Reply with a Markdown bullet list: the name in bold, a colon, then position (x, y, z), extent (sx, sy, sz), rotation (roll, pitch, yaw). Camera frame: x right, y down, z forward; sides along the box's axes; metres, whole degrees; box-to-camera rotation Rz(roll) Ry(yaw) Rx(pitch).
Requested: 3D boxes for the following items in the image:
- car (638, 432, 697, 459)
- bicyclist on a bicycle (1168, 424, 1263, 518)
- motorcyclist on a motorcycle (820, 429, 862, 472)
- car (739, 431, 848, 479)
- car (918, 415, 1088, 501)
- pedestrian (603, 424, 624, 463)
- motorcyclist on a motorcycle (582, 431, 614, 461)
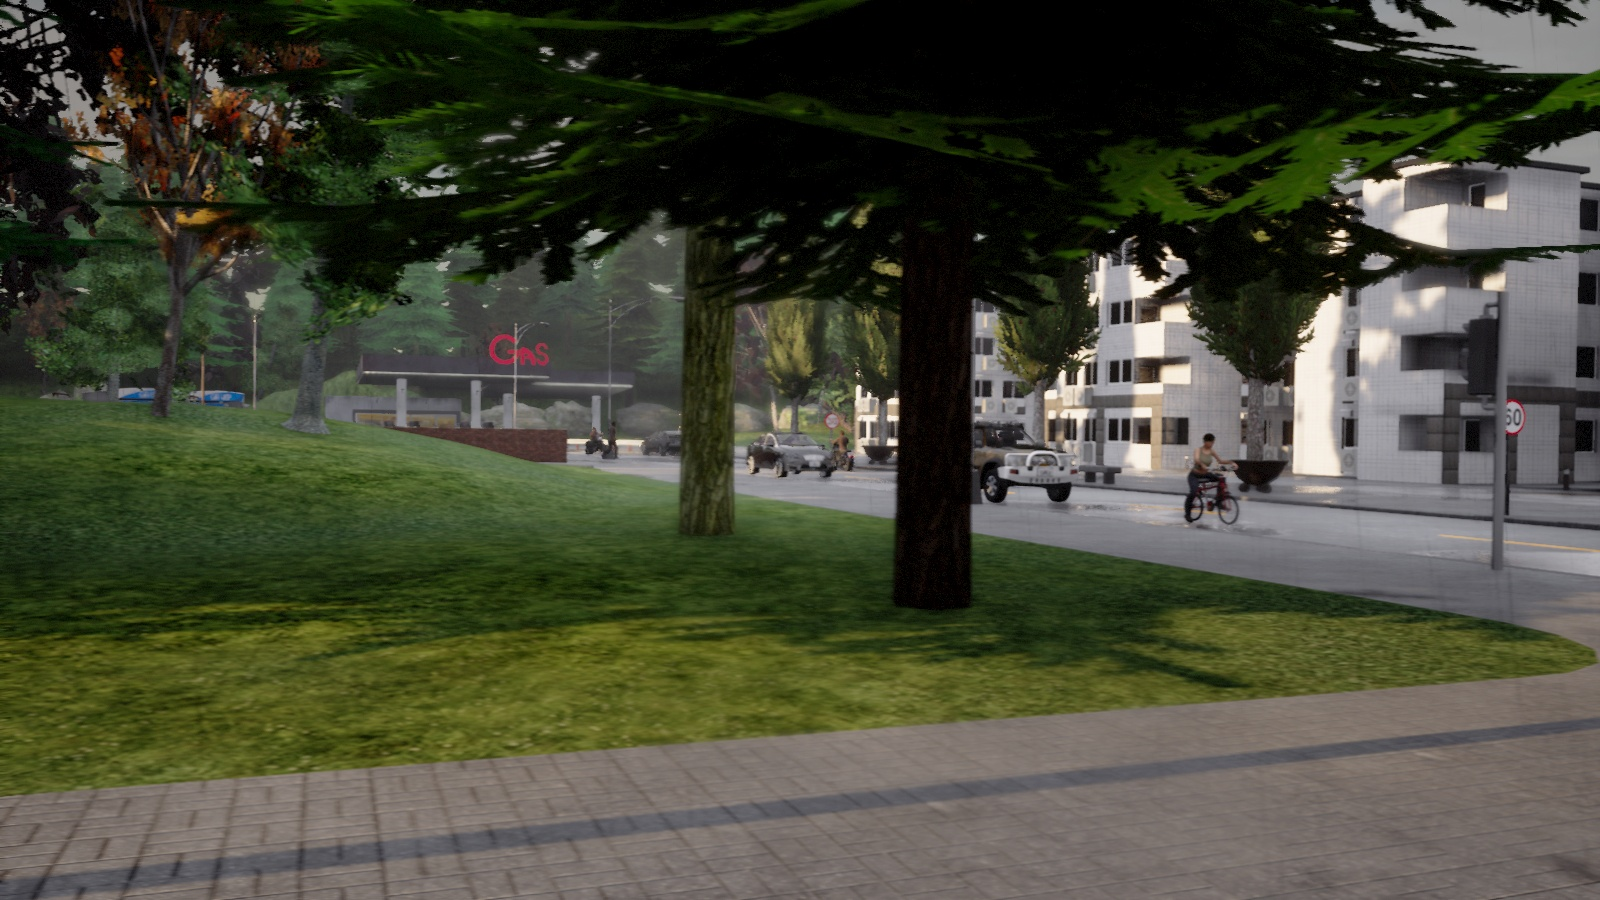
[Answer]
- **car**: position (-7.732, -0.281, 73.094), extent (2.007, 1.525, 4.514), rotation (-1, 1, -26)
- **bicyclist on a bicycle**: position (7.432, 0.351, 22.521), extent (0.866, 1.612, 1.509), rotation (-1, 1, -20)
- **motorcyclist on a motorcycle**: position (1.587, 0.011, 49.176), extent (0.766, 1.649, 2.350), rotation (-1, 1, -21)
- **car**: position (-0.299, 0.124, 42.859), extent (2.128, 1.511, 4.902), rotation (-1, 1, -21)
- **car**: position (4.682, 0.144, 29.707), extent (1.932, 1.855, 4.605), rotation (-1, 1, -21)
- **pedestrian**: position (-8.614, -0.296, 58.036), extent (0.869, 1.805, 0.328), rotation (-1, 1, -28)
- **motorcyclist on a motorcycle**: position (-11.498, -0.227, 71.484), extent (0.766, 1.649, 2.350), rotation (-3, 2, -36)
